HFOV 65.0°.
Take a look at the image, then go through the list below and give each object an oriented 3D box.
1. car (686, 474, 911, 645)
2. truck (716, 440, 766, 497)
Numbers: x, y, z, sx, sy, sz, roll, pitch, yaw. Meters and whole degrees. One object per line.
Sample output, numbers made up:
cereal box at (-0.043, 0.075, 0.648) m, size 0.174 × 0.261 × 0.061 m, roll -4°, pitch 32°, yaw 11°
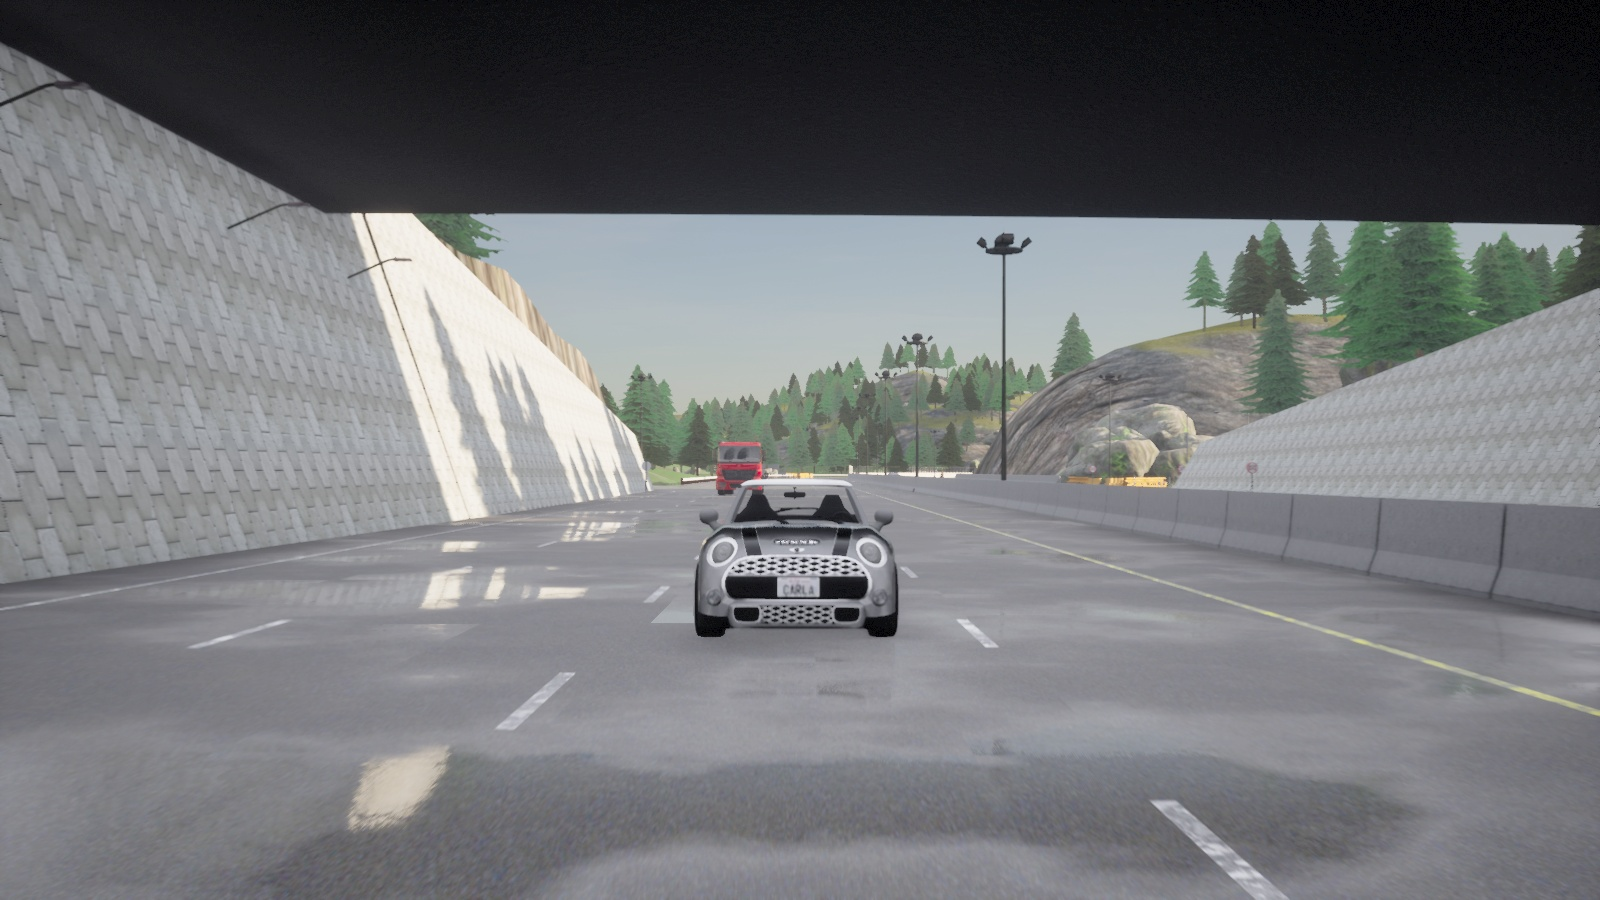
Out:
car at (-0.031, 0.996, 12.922) m, size 1.970 × 1.475 × 3.806 m, roll 0°, pitch -1°, yaw -1°
truck at (-3.773, 1.211, 81.427) m, size 2.891 × 3.462 × 7.936 m, roll 0°, pitch -1°, yaw 0°
